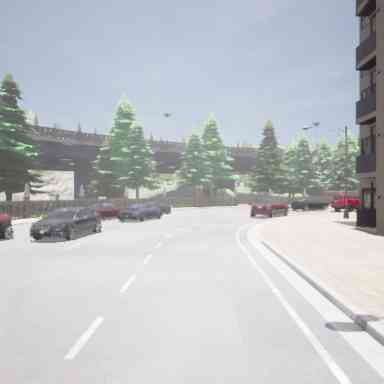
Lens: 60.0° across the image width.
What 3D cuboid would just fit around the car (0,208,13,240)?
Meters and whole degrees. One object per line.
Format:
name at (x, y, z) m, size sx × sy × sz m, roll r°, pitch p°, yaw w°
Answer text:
car at (-9.866, 1.366, 14.242) m, size 2.097 × 1.767 × 4.553 m, roll 0°, pitch 0°, yaw 5°

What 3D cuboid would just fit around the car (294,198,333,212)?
car at (14.210, 1.516, 40.188) m, size 5.008 × 1.535 × 1.882 m, roll 0°, pitch 0°, yaw -26°

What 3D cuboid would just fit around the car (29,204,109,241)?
car at (-6.226, 1.520, 16.931) m, size 1.837 × 1.490 × 4.892 m, roll -1°, pitch 0°, yaw 8°

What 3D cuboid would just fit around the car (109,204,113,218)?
car at (-7.550, 1.627, 27.179) m, size 1.895 × 1.301 × 4.718 m, roll 0°, pitch 0°, yaw 21°

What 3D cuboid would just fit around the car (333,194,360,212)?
car at (18.732, 1.258, 38.355) m, size 5.566 × 2.045 × 2.150 m, roll 0°, pitch 0°, yaw -19°

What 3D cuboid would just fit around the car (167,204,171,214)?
car at (-3.921, 1.596, 33.617) m, size 1.994 × 1.385 × 4.181 m, roll 0°, pitch 0°, yaw 33°

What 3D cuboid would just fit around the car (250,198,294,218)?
car at (7.273, 1.382, 30.766) m, size 2.097 × 1.767 × 4.553 m, roll 0°, pitch 0°, yaw 39°

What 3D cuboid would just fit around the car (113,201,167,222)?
car at (-4.059, 1.600, 26.568) m, size 1.994 × 1.385 × 4.181 m, roll 0°, pitch 0°, yaw 23°
